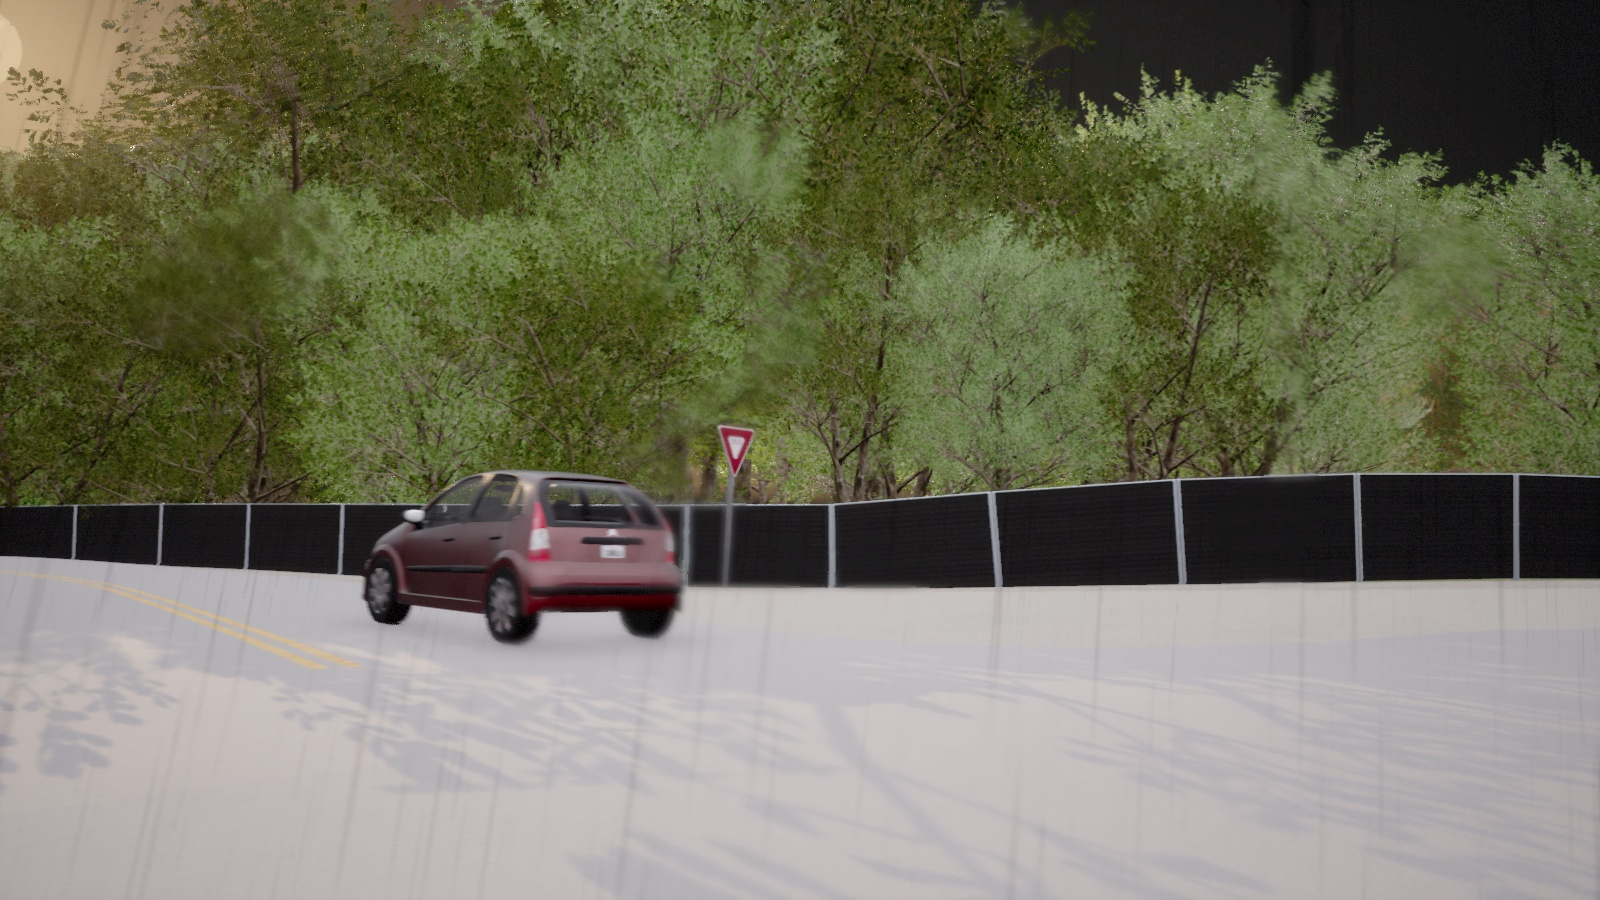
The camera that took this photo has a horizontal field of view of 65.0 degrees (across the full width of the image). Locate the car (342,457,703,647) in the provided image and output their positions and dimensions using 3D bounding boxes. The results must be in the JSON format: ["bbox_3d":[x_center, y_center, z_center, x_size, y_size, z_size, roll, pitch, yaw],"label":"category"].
[{"bbox_3d":[-2.951,1.006,12.826,1.851,1.617,3.988,5,-6,-41],"label":"car"}]
